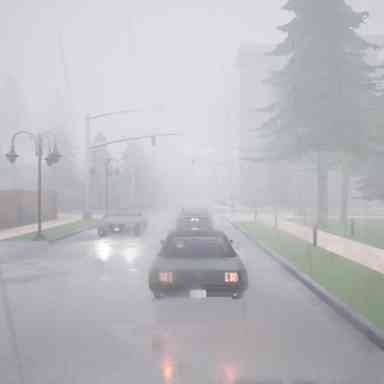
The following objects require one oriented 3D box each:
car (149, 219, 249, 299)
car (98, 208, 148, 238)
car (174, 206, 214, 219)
[{"bbox_3d":[0.119,1.601,8.388,1.895,1.301,4.718,0,0,0],"label":"car"},{"bbox_3d":[-3.500,1.564,17.514,1.994,1.385,4.181,0,0,1],"label":"car"},{"bbox_3d":[0.131,1.505,17.650,1.837,1.490,4.892,0,0,0],"label":"car"}]
